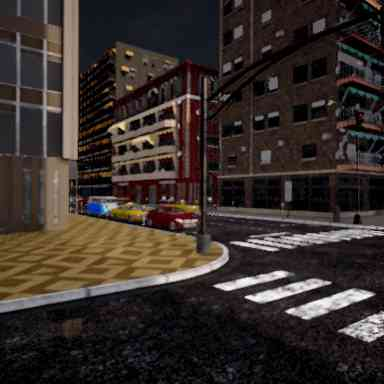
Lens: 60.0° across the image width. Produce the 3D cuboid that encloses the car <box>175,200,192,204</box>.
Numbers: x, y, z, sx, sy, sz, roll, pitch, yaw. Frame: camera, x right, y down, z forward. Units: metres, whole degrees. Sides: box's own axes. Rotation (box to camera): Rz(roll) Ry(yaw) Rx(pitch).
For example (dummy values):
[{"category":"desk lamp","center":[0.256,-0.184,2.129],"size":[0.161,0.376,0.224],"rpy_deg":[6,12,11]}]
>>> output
[{"category":"car","center":[-1.143,1.515,34.355],"size":[1.752,1.417,4.829],"rpy_deg":[1,0,-36]}]

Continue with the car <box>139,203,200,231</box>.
[{"category":"car","center":[-1.254,1.541,20.129],"size":[1.802,1.307,4.206],"rpy_deg":[1,0,-36]}]

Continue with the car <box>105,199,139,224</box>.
[{"category":"car","center":[-4.454,1.474,24.593],"size":[1.752,1.417,4.829],"rpy_deg":[1,0,-36]}]

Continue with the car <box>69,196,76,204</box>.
[{"category":"car","center":[-21.159,1.483,57.828],"size":[2.033,1.411,5.357],"rpy_deg":[0,0,-36]}]

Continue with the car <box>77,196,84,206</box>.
[{"category":"car","center":[-15.121,1.426,49.415],"size":[1.882,1.535,5.008],"rpy_deg":[0,0,-36]}]

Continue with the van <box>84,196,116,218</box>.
[{"category":"van","center":[-7.853,1.280,29.335],"size":[1.690,1.788,3.998],"rpy_deg":[1,0,-36]}]

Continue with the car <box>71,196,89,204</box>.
[{"category":"car","center":[-20.942,1.474,61.973],"size":[1.752,1.417,4.829],"rpy_deg":[0,0,-36]}]
